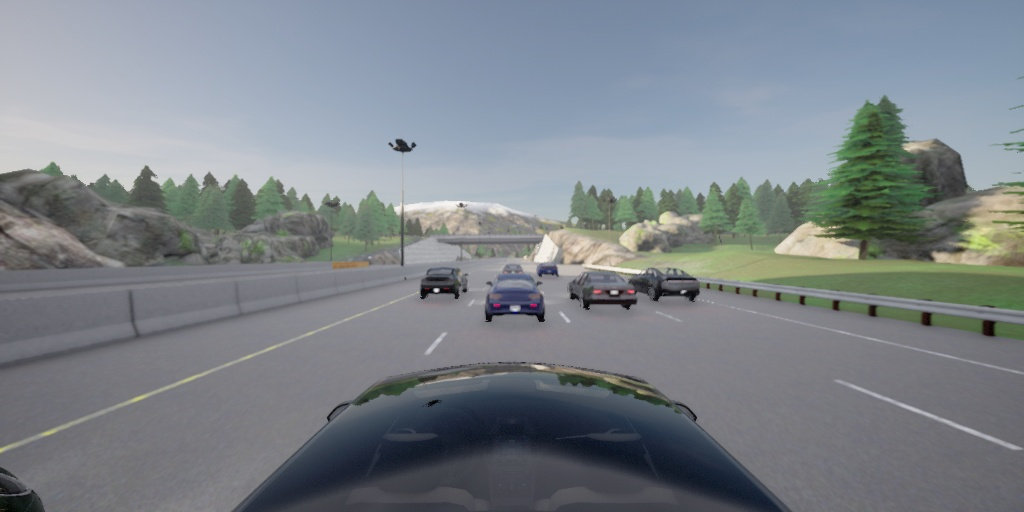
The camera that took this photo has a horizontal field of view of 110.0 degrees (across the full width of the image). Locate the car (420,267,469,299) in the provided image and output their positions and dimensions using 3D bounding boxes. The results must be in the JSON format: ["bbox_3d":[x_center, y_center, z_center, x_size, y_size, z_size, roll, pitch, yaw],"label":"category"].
[{"bbox_3d":[-3.407,1.301,18.583,1.837,1.490,4.892,0,0,0],"label":"car"}]

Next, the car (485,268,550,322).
[{"bbox_3d":[0.082,1.305,12.390,1.812,1.442,4.674,0,0,0],"label":"car"}]

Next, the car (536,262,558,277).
[{"bbox_3d":[3.584,1.326,36.864,1.882,1.535,5.008,0,0,0],"label":"car"}]

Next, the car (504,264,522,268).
[{"bbox_3d":[0.088,1.378,30.950,2.033,1.411,5.357,0,0,0],"label":"car"}]

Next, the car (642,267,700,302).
[{"bbox_3d":[7.093,1.286,17.263,2.128,1.511,4.902,0,0,0],"label":"car"}]

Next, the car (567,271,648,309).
[{"bbox_3d":[3.594,1.335,15.107,2.033,1.411,5.357,0,0,0],"label":"car"}]
